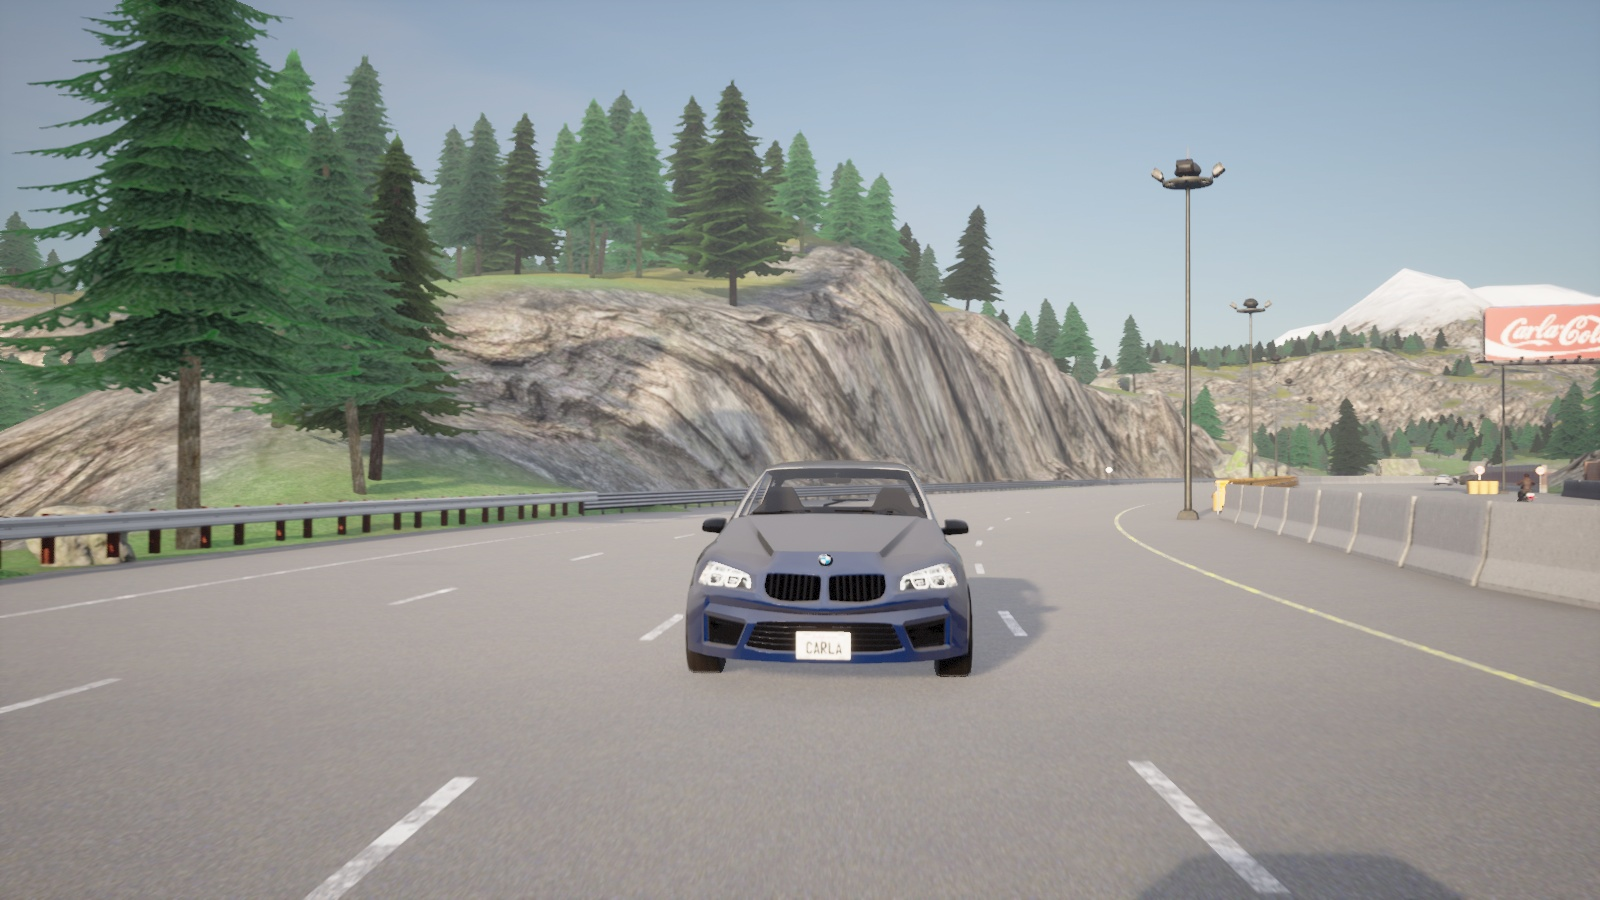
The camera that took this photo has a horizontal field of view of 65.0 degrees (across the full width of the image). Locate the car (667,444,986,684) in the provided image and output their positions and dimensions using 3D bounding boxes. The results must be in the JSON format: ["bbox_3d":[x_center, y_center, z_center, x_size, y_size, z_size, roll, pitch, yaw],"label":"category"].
[{"bbox_3d":[0.341,0.845,11.135,2.242,1.667,4.611,0,-1,4],"label":"car"}]

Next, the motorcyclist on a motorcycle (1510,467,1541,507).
[{"bbox_3d":[30.823,1.546,53.351,0.766,1.649,2.350,0,-1,21],"label":"motorcyclist on a motorcycle"}]
